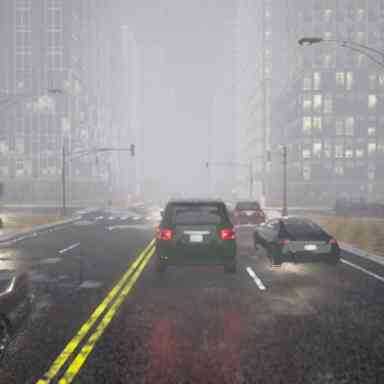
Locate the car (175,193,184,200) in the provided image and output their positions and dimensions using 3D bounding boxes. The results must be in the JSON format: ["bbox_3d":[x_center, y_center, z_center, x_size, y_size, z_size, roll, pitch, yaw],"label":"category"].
[{"bbox_3d":[-3.144,1.127,82.935,2.097,1.767,4.553,0,0,0],"label":"car"}]

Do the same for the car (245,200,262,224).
[{"bbox_3d":[3.378,1.301,21.765,2.097,1.767,4.553,0,0,0],"label":"car"}]

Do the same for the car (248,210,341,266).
[{"bbox_3d":[3.364,1.538,11.424,1.994,1.385,4.181,0,0,0],"label":"car"}]

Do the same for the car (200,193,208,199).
[{"bbox_3d":[3.370,1.045,93.673,1.882,1.535,5.008,0,0,0],"label":"car"}]

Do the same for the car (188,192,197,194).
[{"bbox_3d":[0.107,1.286,83.679,1.812,1.442,4.674,0,0,0],"label":"car"}]

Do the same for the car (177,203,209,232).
[{"bbox_3d":[0.123,1.477,20.904,1.812,1.442,4.674,0,0,2],"label":"car"}]

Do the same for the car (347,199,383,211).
[{"bbox_3d":[21.862,1.566,40.730,4.829,1.417,1.752,1,1,1],"label":"car"}]

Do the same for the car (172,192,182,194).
[{"bbox_3d":[-3.167,1.043,67.401,2.150,2.045,5.566,0,1,0],"label":"car"}]

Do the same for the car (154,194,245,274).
[{"bbox_3d":[0.114,1.195,10.562,2.150,2.045,5.566,0,0,0],"label":"car"}]

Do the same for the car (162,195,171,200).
[{"bbox_3d":[-6.394,1.367,82.881,1.895,1.301,4.718,0,0,0],"label":"car"}]

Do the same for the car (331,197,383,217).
[{"bbox_3d":[16.242,1.458,32.450,5.009,1.841,2.192,1,1,1],"label":"car"}]

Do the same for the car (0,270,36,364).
[{"bbox_3d":[-3.348,1.541,2.844,2.033,1.411,5.357,0,0,0],"label":"car"}]
